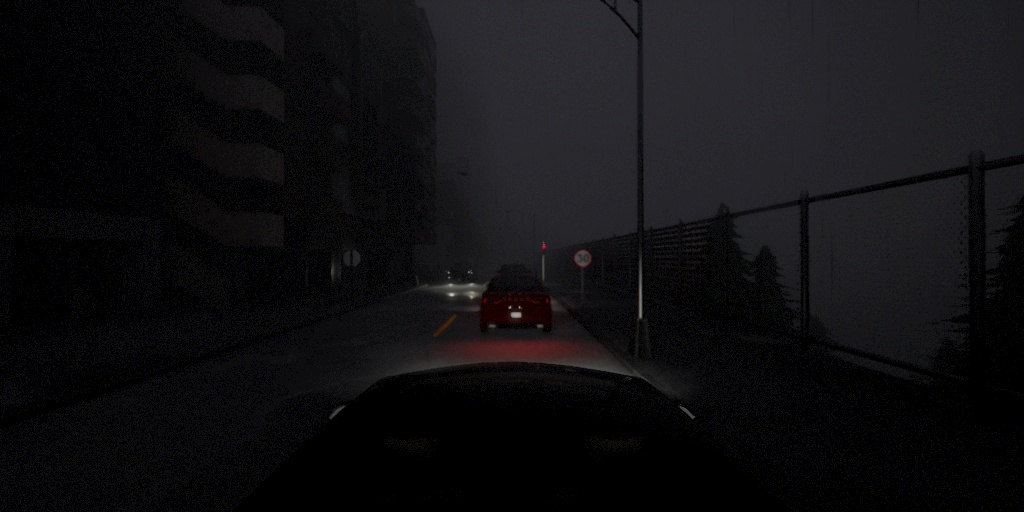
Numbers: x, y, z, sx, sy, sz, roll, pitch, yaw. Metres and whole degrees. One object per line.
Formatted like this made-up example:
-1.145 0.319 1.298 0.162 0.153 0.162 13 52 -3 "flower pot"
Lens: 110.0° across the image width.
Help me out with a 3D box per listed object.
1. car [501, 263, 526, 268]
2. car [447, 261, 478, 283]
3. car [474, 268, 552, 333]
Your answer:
0.102 1.209 21.587 2.097 1.767 4.553 0 0 0 "car"
-4.005 1.250 29.603 2.097 1.767 4.553 0 0 0 "car"
0.099 1.278 11.046 1.882 1.535 5.008 0 0 0 "car"
